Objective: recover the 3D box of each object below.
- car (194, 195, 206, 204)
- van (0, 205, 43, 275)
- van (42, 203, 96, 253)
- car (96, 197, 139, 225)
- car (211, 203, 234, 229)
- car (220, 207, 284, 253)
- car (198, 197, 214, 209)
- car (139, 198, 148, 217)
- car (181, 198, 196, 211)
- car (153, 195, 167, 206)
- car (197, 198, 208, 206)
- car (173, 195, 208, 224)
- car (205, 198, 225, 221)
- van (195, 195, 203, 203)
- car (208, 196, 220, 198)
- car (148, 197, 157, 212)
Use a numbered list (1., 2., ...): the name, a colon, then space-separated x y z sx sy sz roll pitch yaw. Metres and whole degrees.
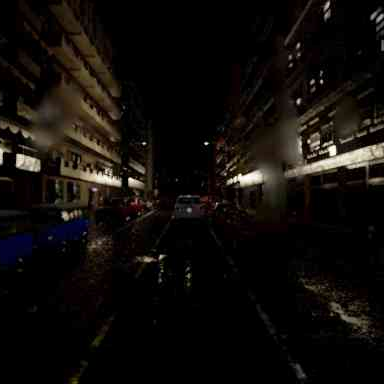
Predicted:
1. car: 1.669 1.507 68.851 2.192 1.841 5.009 1 0 -1
2. van: -5.382 1.363 7.971 1.690 1.788 3.998 1 0 -1
3. van: -5.455 1.372 13.502 1.690 1.788 3.998 1 0 -1
4. car: -5.599 1.369 24.562 2.192 1.841 5.009 1 0 -1
5. car: 2.349 1.568 19.072 1.887 1.381 4.507 1 0 -1
6. car: 2.421 1.557 13.543 1.887 1.381 4.507 1 0 -1
7. car: 1.955 1.539 46.727 1.967 1.590 4.097 1 0 -1
8. car: -5.671 1.383 30.091 2.192 1.841 5.009 1 0 -1
9. car: -0.450 1.569 43.069 1.882 1.535 5.008 0 0 -1
10. car: -6.033 1.475 57.741 2.192 1.841 5.009 1 0 -1
11. car: 1.808 1.723 57.788 1.802 1.307 4.206 1 0 -1
12. car: -0.216 1.266 25.016 2.150 2.045 5.566 0 0 -1
13. car: 2.286 1.476 24.604 1.967 1.590 4.097 1 0 -1
14. van: 1.596 1.561 74.382 1.690 1.788 3.998 1 0 -1
15. car: 2.103 1.379 35.665 2.192 1.841 5.009 1 0 -1
16. car: -5.821 1.664 41.152 1.947 1.339 4.313 1 0 -1
